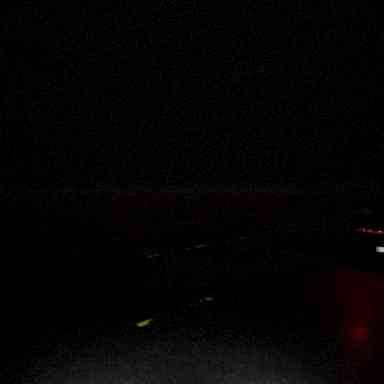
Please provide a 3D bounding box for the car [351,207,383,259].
[{"bbox_3d":[6.487,1.212,10.202,2.128,1.511,4.902,3,3,43],"label":"car"}]
